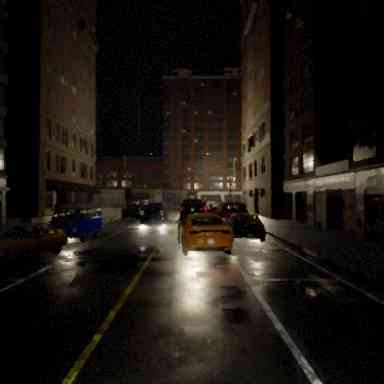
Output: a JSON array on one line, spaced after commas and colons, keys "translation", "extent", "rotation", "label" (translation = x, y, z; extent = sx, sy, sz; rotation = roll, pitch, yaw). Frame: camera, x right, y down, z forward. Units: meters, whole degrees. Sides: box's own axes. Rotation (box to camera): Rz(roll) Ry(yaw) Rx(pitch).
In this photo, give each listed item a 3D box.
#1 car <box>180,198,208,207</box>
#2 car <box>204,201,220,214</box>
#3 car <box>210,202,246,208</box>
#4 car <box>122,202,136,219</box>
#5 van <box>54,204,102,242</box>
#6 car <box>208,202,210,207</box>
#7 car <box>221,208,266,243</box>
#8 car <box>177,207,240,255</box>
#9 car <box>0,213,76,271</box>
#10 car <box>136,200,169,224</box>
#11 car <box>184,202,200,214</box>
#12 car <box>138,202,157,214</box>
[{"translation": [0.064, 1.583, 29.821], "extent": [2.150, 2.045, 5.566], "rotation": [0, 0, 0], "label": "car"}, {"translation": [2.632, 1.995, 44.589], "extent": [1.967, 1.590, 4.097], "rotation": [1, -1, 0], "label": "car"}, {"translation": [2.656, 1.582, 22.661], "extent": [2.192, 1.841, 5.009], "rotation": [1, -1, 0], "label": "car"}, {"translation": [-5.883, 1.976, 33.616], "extent": [1.947, 1.339, 4.313], "rotation": [1, -1, 0], "label": "car"}, {"translation": [-5.863, 1.540, 17.174], "extent": [1.690, 1.788, 3.998], "rotation": [1, -1, 0], "label": "van"}, {"translation": [2.638, 1.922, 39.107], "extent": [1.967, 1.590, 4.097], "rotation": [1, -1, 0], "label": "car"}, {"translation": [2.659, 1.750, 17.177], "extent": [2.008, 1.369, 4.403], "rotation": [1, -1, 0], "label": "car"}, {"translation": [0.430, 1.641, 14.217], "extent": [1.882, 1.535, 5.008], "rotation": [0, -1, -6], "label": "car"}, {"translation": [-5.859, 1.657, 11.519], "extent": [1.752, 1.417, 4.829], "rotation": [1, -1, 0], "label": "car"}, {"translation": [-3.125, 1.690, 28.169], "extent": [2.097, 1.767, 4.553], "rotation": [0, -1, 0], "label": "car"}, {"translation": [0.038, 2.111, 44.012], "extent": [1.994, 1.385, 4.181], "rotation": [0, -1, 1], "label": "car"}, {"translation": [-5.894, 2.099, 44.580], "extent": [1.887, 1.381, 4.507], "rotation": [1, -1, 0], "label": "car"}]
